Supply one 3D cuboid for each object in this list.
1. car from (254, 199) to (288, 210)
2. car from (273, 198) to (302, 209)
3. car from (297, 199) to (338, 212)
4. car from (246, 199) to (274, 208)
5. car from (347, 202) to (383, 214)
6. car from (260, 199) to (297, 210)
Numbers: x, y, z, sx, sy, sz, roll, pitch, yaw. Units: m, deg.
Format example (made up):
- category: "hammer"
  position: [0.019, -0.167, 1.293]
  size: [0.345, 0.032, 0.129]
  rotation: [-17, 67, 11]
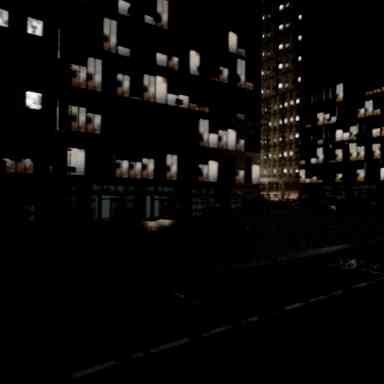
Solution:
- category: "car"
  position: [11.356, 1.764, 47.984]
  size: [1.812, 1.442, 4.674]
  rotation: [1, -1, -35]
- category: "car"
  position: [15.072, 1.784, 52.584]
  size: [1.967, 1.590, 4.097]
  rotation: [0, -1, -35]
- category: "car"
  position: [14.719, 1.538, 38.468]
  size: [1.967, 1.590, 4.097]
  rotation: [0, -1, -35]
- category: "car"
  position: [11.718, 1.925, 57.380]
  size: [1.752, 1.417, 4.829]
  rotation: [0, -1, -35]
- category: "car"
  position: [17.976, 1.626, 33.809]
  size: [1.802, 1.307, 4.206]
  rotation: [0, -1, -35]
- category: "car"
  position: [11.560, 1.676, 42.985]
  size: [1.752, 1.417, 4.829]
  rotation: [0, -1, -35]
